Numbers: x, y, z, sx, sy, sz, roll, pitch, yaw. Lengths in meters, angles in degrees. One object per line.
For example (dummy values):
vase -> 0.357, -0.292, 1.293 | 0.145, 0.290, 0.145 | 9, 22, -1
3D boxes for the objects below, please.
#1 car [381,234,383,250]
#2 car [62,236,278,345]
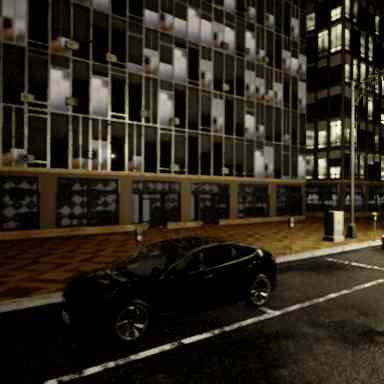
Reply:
car -> 9.085, 1.645, 13.040 | 4.206, 1.307, 1.802 | 0, 0, -36
car -> -0.181, 1.581, 6.428 | 4.313, 1.339, 1.947 | 0, 0, -36
